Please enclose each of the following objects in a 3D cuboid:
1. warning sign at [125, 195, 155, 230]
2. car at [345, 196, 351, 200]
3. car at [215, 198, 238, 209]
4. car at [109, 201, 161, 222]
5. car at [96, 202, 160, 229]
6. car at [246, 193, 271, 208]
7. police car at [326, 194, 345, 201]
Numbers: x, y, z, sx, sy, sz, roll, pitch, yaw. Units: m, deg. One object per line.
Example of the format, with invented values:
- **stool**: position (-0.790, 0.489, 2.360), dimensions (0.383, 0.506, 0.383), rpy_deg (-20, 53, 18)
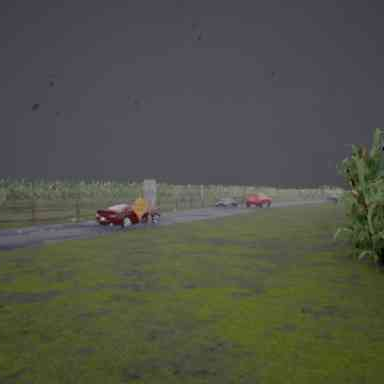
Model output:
- **warning sign**: position (-2.945, 1.123, 18.966), dimensions (1.300, 1.860, 1.060), rpy_deg (1, 0, 29)
- **car**: position (40.249, 1.415, 84.600), dimensions (4.892, 1.490, 1.837), rpy_deg (0, 1, -42)
- **car**: position (4.627, 1.483, 44.468), dimensions (1.994, 1.385, 4.181), rpy_deg (1, 0, 28)
- **car**: position (-4.537, 1.508, 27.103), dimensions (1.994, 1.385, 4.181), rpy_deg (1, 0, 29)
- **car**: position (-4.070, 1.457, 22.004), dimensions (1.882, 1.535, 5.008), rpy_deg (1, 0, 30)
- **car**: position (9.552, 1.165, 47.619), dimensions (2.150, 2.045, 5.566), rpy_deg (1, 0, 32)
- **police car**: position (33.188, 1.343, 77.894), dimensions (1.930, 1.638, 5.238), rpy_deg (1, 1, 44)
